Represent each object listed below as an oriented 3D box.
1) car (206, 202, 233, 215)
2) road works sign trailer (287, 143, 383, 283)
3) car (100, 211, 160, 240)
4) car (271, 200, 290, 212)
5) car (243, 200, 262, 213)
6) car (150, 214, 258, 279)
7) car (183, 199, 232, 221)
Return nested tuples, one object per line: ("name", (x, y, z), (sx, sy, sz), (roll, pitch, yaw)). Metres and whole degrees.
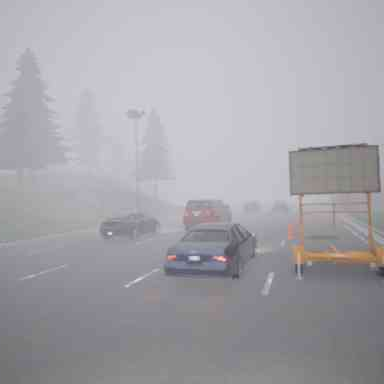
("car", (3.515, 1.991, 41.077), (2.033, 1.411, 5.357), (-2, -1, 18))
("road works sign trailer", (4.125, 0.455, 9.700), (2.380, 3.560, 2.880), (-2, -1, 18))
("car", (-3.514, 1.897, 19.635), (1.837, 1.490, 4.892), (-2, -1, 18))
("car", (11.112, 1.716, 41.799), (1.812, 1.442, 4.674), (-2, -1, 18))
("car", (7.874, 1.812, 43.153), (2.128, 1.511, 4.902), (-2, -1, 18))
("car", (0.843, 1.663, 10.462), (2.033, 1.411, 5.357), (-2, -1, 18))
("car", (1.127, 1.493, 22.598), (2.150, 2.045, 5.566), (-2, -1, 18))
